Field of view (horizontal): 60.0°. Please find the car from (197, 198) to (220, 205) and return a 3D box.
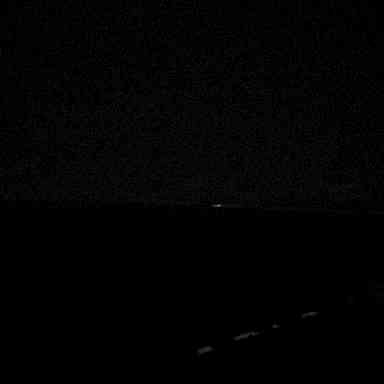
[{"bbox_3d":[3.177,1.805,65.557,2.033,1.411,5.357,-1,1,-35],"label":"car"}]
